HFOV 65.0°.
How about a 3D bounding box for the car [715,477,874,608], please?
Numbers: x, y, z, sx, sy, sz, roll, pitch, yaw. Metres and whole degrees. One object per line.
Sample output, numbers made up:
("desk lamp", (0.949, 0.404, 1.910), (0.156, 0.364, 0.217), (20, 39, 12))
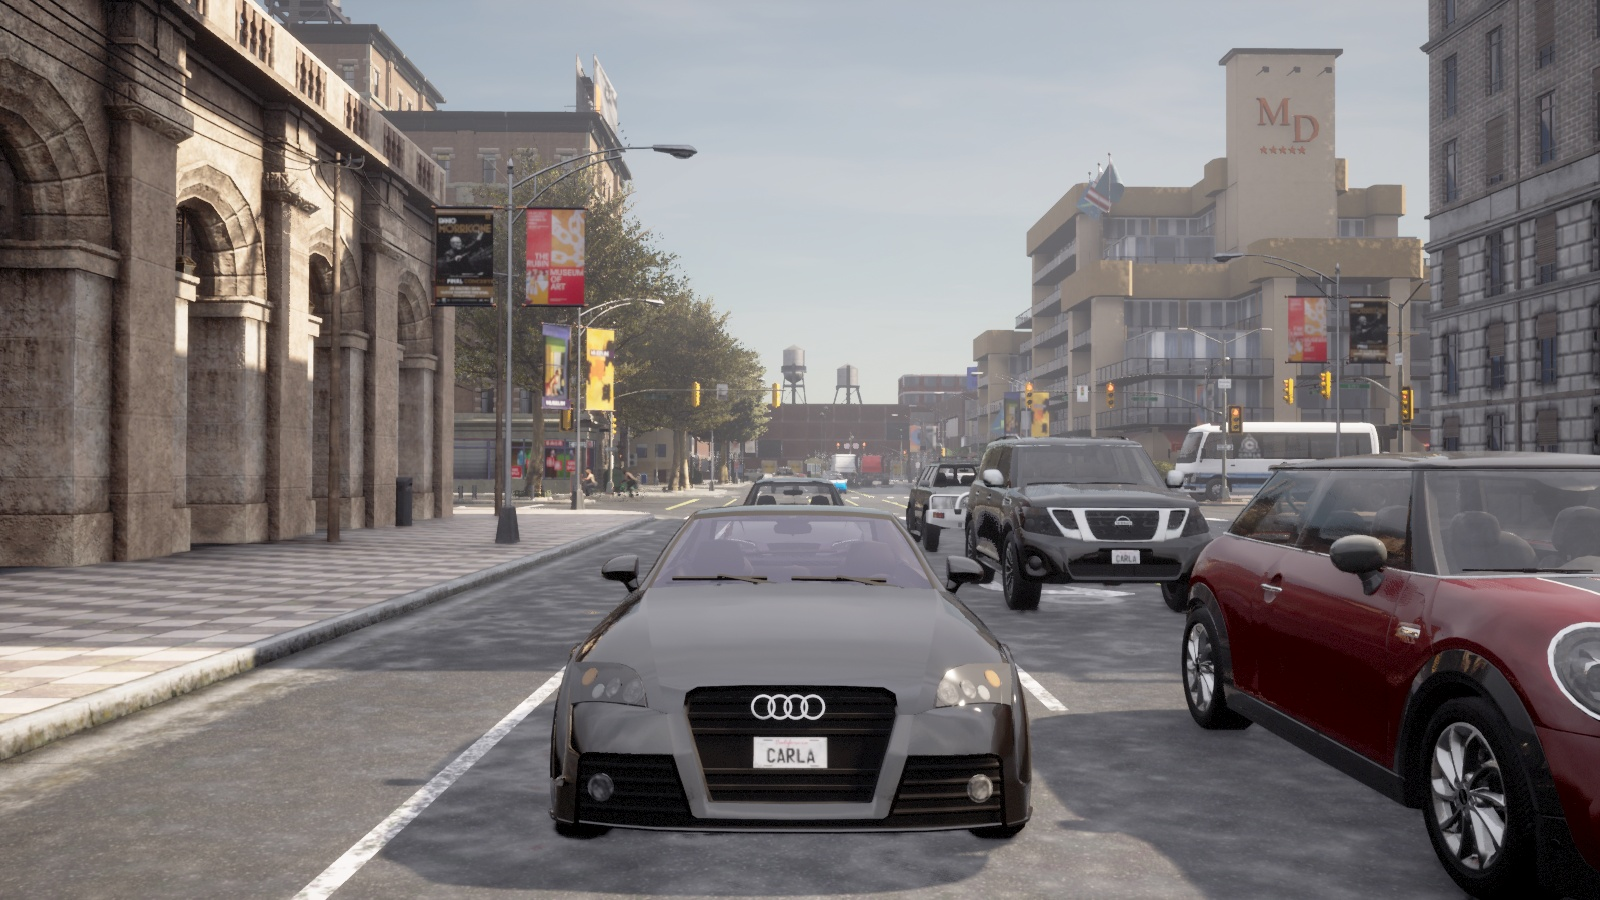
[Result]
("car", (-0.072, 1.105, 16.502), (1.816, 1.474, 4.193), (0, -1, 0))

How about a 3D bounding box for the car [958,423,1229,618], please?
("car", (3.434, 0.788, 15.993), (2.150, 2.045, 5.566), (0, -1, 0))

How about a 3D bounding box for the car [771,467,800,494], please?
("car", (-1.039, 2.117, 88.457), (1.932, 1.855, 4.605), (0, -1, -1))

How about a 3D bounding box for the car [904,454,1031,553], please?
("car", (3.360, 1.055, 26.086), (1.932, 1.855, 4.605), (0, -1, -1))

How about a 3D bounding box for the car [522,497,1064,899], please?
("car", (-0.032, 0.991, 6.719), (1.994, 1.385, 4.181), (0, -1, 0))

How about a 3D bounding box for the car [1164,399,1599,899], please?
("car", (3.469, 0.760, 5.993), (2.097, 1.767, 4.553), (0, -1, 0))

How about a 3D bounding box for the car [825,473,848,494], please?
("car", (2.497, 2.302, 86.116), (1.481, 1.376, 2.207), (0, -1, -1))

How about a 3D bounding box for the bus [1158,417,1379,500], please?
("bus", (24.795, 0.460, 66.964), (10.273, 4.253, 3.944), (0, -1, -1))
